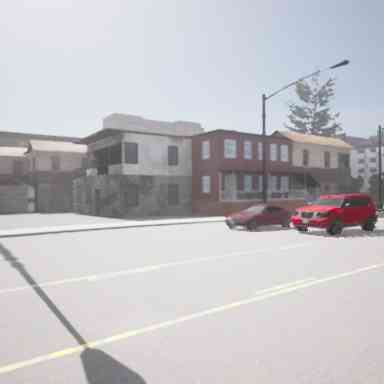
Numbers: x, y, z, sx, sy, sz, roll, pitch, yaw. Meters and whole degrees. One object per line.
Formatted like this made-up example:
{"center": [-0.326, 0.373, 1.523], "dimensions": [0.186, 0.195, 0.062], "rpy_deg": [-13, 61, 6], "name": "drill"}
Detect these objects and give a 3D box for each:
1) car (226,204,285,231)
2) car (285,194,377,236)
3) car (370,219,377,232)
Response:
{"center": [4.128, 1.441, 19.779], "dimensions": [4.674, 1.442, 1.812], "rpy_deg": [0, 0, -35], "name": "car"}
{"center": [7.914, 1.150, 18.173], "dimensions": [5.566, 2.045, 2.150], "rpy_deg": [1, 0, -35], "name": "car"}
{"center": [7.181, 1.450, 8.827], "dimensions": [5.357, 1.411, 2.033], "rpy_deg": [0, 0, -35], "name": "car"}
